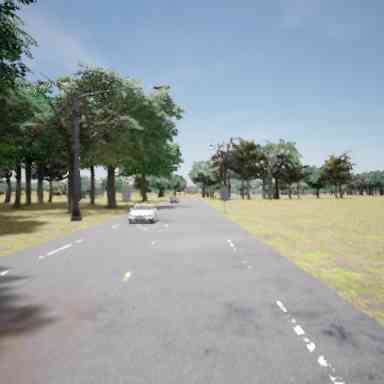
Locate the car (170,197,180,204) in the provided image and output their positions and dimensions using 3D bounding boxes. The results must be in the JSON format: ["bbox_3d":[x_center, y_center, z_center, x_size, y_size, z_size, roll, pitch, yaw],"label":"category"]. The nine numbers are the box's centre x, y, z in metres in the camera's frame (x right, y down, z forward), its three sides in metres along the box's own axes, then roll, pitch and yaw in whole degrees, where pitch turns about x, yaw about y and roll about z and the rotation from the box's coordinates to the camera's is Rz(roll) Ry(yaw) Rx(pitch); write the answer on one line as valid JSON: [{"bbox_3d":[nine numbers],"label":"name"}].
[{"bbox_3d":[-3.547,1.752,69.153,2.033,1.411,5.357,0,0,0],"label":"car"}]

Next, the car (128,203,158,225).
[{"bbox_3d":[-3.616,1.602,25.256,1.812,1.442,4.674,0,0,0],"label":"car"}]

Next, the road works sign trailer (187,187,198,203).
[{"bbox_3d":[0.066,0.668,74.046,2.380,3.560,2.880,1,-1,0],"label":"road works sign trailer"}]
